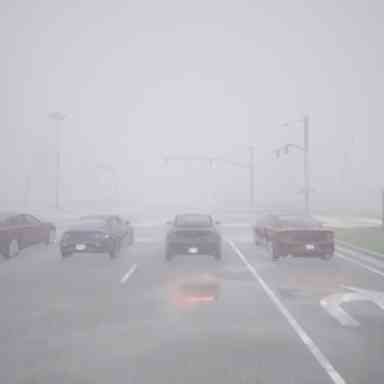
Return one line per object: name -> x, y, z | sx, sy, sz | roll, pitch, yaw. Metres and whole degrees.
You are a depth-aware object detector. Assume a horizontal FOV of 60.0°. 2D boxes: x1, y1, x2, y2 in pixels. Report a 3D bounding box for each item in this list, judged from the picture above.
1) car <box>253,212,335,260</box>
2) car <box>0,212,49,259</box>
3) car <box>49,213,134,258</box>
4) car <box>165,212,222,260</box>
car -> 3.558, 1.489, 12.443 | 1.882, 1.535, 5.008 | 0, 0, 0
car -> -6.940, 1.489, 12.664 | 1.882, 1.535, 5.008 | 0, 0, 0
car -> -3.437, 1.537, 12.628 | 1.812, 1.442, 4.674 | 0, 0, 0
car -> 0.059, 1.516, 12.456 | 1.837, 1.490, 4.892 | 0, 0, 0
